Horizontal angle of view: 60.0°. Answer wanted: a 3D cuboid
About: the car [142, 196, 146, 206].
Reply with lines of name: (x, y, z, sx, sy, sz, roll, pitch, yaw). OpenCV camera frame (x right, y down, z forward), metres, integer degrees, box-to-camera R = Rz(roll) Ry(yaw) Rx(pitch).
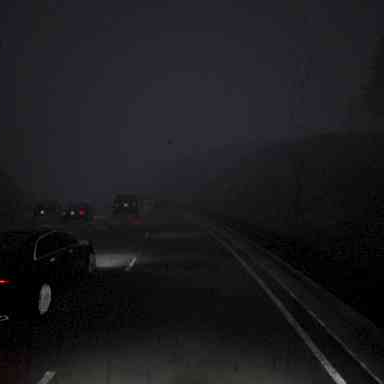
car: (-7.292, 1.435, 51.694, 1.837, 1.490, 4.892, 0, 0, -20)

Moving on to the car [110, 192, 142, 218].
car: (-5.956, 1.181, 30.062, 2.150, 2.045, 5.566, 0, 0, -11)

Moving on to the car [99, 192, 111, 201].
car: (-18.876, 0.994, 73.872, 2.150, 2.045, 5.566, 0, 0, -31)

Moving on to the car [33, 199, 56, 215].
car: (-13.279, 1.463, 30.831, 1.837, 1.490, 4.892, 0, 0, -11)

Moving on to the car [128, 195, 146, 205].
car: (-9.525, 1.400, 57.398, 1.882, 1.535, 5.008, 0, 0, -23)

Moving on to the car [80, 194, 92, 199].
car: (-28.028, 1.220, 87.837, 1.812, 1.442, 4.674, 0, 0, -39)

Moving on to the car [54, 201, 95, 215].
car: (-8.674, 1.513, 25.485, 2.033, 1.411, 5.357, 0, 0, -9)

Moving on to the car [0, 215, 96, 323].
car: (-3.508, 1.496, 7.188, 1.837, 1.490, 4.892, 0, 0, -1)

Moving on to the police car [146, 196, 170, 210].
police car: (-4.174, 1.368, 42.092, 1.930, 1.638, 5.238, 0, 0, -16)
